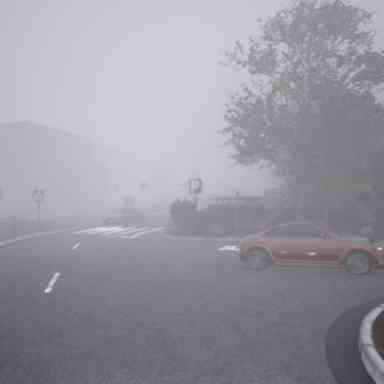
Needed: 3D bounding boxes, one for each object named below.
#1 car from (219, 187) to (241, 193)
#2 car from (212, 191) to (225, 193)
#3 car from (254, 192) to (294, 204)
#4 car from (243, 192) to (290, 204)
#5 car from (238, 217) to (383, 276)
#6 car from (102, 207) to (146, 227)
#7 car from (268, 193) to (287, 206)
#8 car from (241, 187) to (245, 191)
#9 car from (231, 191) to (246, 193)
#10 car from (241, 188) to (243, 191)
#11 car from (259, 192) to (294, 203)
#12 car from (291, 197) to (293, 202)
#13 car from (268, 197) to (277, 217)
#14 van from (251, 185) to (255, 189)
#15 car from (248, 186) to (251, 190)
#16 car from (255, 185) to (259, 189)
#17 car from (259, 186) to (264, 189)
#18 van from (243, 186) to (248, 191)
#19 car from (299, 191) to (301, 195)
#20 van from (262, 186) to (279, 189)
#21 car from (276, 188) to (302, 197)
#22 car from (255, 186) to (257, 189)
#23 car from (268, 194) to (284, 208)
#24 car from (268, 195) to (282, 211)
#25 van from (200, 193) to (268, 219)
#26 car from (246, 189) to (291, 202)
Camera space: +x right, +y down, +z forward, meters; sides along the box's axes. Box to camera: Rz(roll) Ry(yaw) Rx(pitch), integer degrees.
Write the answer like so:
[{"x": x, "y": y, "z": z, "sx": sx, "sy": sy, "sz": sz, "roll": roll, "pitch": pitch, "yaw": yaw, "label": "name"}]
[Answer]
[{"x": 6.939, "y": 0.175, "z": 70.838, "sx": 5.566, "sy": 2.045, "sz": 2.435, "roll": -1, "pitch": 1, "yaw": 21, "label": "car"}, {"x": 2.620, "y": 1.113, "z": 46.873, "sx": 2.128, "sy": 1.511, "sz": 4.902, "roll": -1, "pitch": 1, "yaw": 21, "label": "car"}, {"x": 11.395, "y": 0.825, "z": 46.208, "sx": 5.008, "sy": 1.535, "sz": 2.097, "roll": -1, "pitch": 1, "yaw": 21, "label": "car"}, {"x": 8.380, "y": 1.100, "z": 38.451, "sx": 5.008, "sy": 1.535, "sz": 2.097, "roll": -1, "pitch": 1, "yaw": 21, "label": "car"}, {"x": 3.520, "y": 1.587, "z": 10.078, "sx": 4.181, "sy": 1.385, "sz": 1.994, "roll": -2, "pitch": -2, "yaw": 19, "label": "car"}, {"x": -5.309, "y": 1.907, "z": 26.287, "sx": 1.994, "sy": 1.385, "sz": 4.181, "roll": -1, "pitch": 1, "yaw": 18, "label": "car"}, {"x": 7.361, "y": 1.193, "z": 35.872, "sx": 4.892, "sy": 1.521, "sz": 2.231, "roll": -1, "pitch": 1, "yaw": 21, "label": "car"}, {"x": 9.015, "y": 0.283, "z": 76.054, "sx": 4.674, "sy": 1.452, "sz": 2.002, "roll": -1, "pitch": 1, "yaw": 21, "label": "car"}, {"x": 7.417, "y": 1.000, "z": 49.701, "sx": 1.895, "sy": 1.301, "sz": 4.718, "roll": -1, "pitch": 1, "yaw": 21, "label": "car"}, {"x": 7.820, "y": 0.336, "z": 73.511, "sx": 5.366, "sy": 1.575, "sz": 1.946, "roll": -1, "pitch": 1, "yaw": 21, "label": "car"}, {"x": 12.407, "y": 0.775, "z": 48.794, "sx": 4.674, "sy": 1.452, "sz": 2.002, "roll": -1, "pitch": 1, "yaw": 21, "label": "car"}, {"x": 10.391, "y": 0.957, "z": 43.624, "sx": 4.674, "sy": 1.452, "sz": 2.002, "roll": -1, "pitch": 1, "yaw": 21, "label": "car"}, {"x": 4.370, "y": 1.498, "z": 28.107, "sx": 4.792, "sy": 1.488, "sz": 2.163, "roll": -1, "pitch": 1, "yaw": 21, "label": "car"}, {"x": 13.187, "y": -0.357, "z": 86.449, "sx": 4.442, "sy": 1.987, "sz": 1.878, "roll": -1, "pitch": 1, "yaw": 21, "label": "van"}, {"x": 11.043, "y": 0.060, "z": 81.276, "sx": 5.008, "sy": 1.535, "sz": 2.097, "roll": -1, "pitch": 1, "yaw": 21, "label": "car"}, {"x": 15.123, "y": -0.288, "z": 91.722, "sx": 4.674, "sy": 1.452, "sz": 2.002, "roll": -1, "pitch": 2, "yaw": 21, "label": "car"}, {"x": 17.171, "y": 0.043, "z": 74.976, "sx": 2.128, "sy": 1.511, "sz": 4.902, "roll": -1, "pitch": 1, "yaw": 21, "label": "car"}, {"x": 10.131, "y": -0.077, "z": 78.616, "sx": 4.442, "sy": 1.987, "sz": 1.878, "roll": -1, "pitch": 1, "yaw": 21, "label": "van"}, {"x": 18.487, "y": 0.220, "z": 64.287, "sx": 4.792, "sy": 1.488, "sz": 2.163, "roll": -1, "pitch": 1, "yaw": 21, "label": "car"}, {"x": 13.518, "y": 0.416, "z": 51.328, "sx": 4.442, "sy": 1.987, "sz": 1.878, "roll": -1, "pitch": 1, "yaw": 21, "label": "van"}, {"x": 19.474, "y": 0.102, "z": 66.878, "sx": 4.892, "sy": 1.521, "sz": 2.231, "roll": -1, "pitch": 1, "yaw": 21, "label": "car"}, {"x": 14.132, "y": -0.196, "z": 89.096, "sx": 4.792, "sy": 1.488, "sz": 2.163, "roll": -1, "pitch": 1, "yaw": 21, "label": "car"}, {"x": 6.386, "y": 1.313, "z": 33.276, "sx": 4.792, "sy": 1.488, "sz": 2.163, "roll": -1, "pitch": 1, "yaw": 21, "label": "car"}, {"x": 5.177, "y": 1.378, "z": 30.771, "sx": 5.366, "sy": 1.575, "sz": 1.946, "roll": -1, "pitch": 1, "yaw": 21, "label": "car"}, {"x": 3.217, "y": 1.339, "z": 25.572, "sx": 4.442, "sy": 1.987, "sz": 1.878, "roll": -1, "pitch": 1, "yaw": 21, "label": "van"}, {"x": 9.408, "y": 0.882, "z": 41.024, "sx": 4.553, "sy": 1.767, "sz": 2.185, "roll": -1, "pitch": 1, "yaw": 21, "label": "car"}]
